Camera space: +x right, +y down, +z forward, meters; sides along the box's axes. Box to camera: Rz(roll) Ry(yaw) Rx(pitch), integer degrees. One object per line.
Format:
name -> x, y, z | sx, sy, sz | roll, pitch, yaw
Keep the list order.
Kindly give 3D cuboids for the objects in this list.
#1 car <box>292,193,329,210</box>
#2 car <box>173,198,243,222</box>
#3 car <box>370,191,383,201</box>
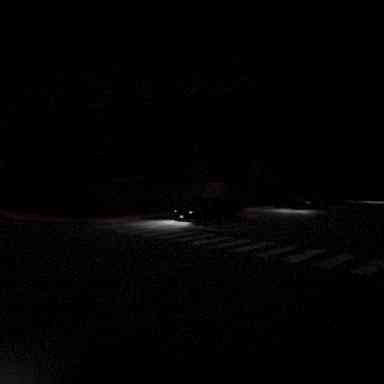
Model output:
car -> 11.679, 0.830, 32.601 | 5.008, 1.535, 1.882 | -2, 3, -44
car -> 1.246, 1.100, 22.449 | 5.357, 1.411, 2.033 | -1, 2, -44
car -> 27.472, 0.603, 47.576 | 5.357, 1.411, 2.033 | -1, 2, -40
